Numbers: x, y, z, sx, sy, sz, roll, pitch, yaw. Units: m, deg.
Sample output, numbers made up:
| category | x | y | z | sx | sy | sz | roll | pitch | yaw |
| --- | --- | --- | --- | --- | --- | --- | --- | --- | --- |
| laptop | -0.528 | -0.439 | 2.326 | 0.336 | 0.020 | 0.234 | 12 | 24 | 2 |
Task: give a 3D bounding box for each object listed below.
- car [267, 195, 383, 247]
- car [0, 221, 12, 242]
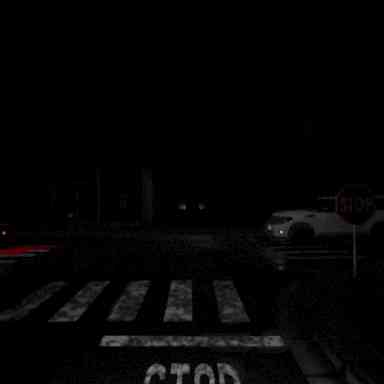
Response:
| category | x | y | z | sx | sy | sz | roll | pitch | yaw |
| --- | --- | --- | --- | --- | --- | --- | --- | --- | --- |
| car | 6.098 | 1.157 | 14.317 | 5.566 | 2.045 | 2.150 | -1 | -1 | 0 |
| car | -10.440 | 1.633 | 14.298 | 5.008 | 1.535 | 1.882 | -1 | -2 | 4 |
